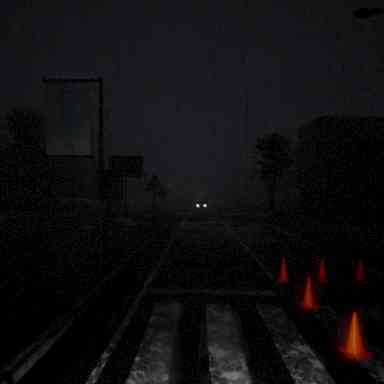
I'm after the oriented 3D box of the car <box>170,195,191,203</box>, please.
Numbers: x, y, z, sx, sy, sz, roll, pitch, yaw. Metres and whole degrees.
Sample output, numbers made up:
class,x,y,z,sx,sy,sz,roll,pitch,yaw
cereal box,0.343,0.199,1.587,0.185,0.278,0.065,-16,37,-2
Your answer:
class,x,y,z,sx,sy,sz,roll,pitch,yaw
car,-3.088,1.875,92.597,5.566,2.045,2.435,1,-1,1

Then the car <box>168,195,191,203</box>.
class,x,y,z,sx,sy,sz,roll,pitch,yaw
car,-3.325,1.977,81.386,4.892,1.521,2.231,1,-1,1

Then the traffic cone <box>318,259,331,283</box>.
class,x,y,z,sx,sy,sz,roll,pitch,yaw
traffic cone,3.411,2.045,8.727,0.340,0.580,0.340,1,0,2

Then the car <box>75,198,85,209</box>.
class,x,y,z,sx,sy,sz,roll,pitch,yaw
car,-17.320,1.510,44.047,4.892,1.521,2.231,1,0,1

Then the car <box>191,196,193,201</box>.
class,x,y,z,sx,sy,sz,roll,pitch,yaw
car,-3.288,1.757,84.190,5.566,2.045,2.435,1,-1,1

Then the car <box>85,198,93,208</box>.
class,x,y,z,sx,sy,sz,roll,pitch,yaw
car,-17.251,1.532,47.320,5.008,1.535,2.097,1,0,1

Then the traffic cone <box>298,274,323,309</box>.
class,x,y,z,sx,sy,sz,roll,pitch,yaw
traffic cone,2.366,2.016,6.748,0.340,0.580,0.340,1,0,1

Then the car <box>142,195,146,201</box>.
class,x,y,z,sx,sy,sz,roll,pitch,yaw
car,-16.106,1.828,92.863,4.553,1.767,2.185,1,-1,1

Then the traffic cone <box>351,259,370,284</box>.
class,x,y,z,sx,sy,sz,roll,pitch,yaw
traffic cone,4.408,2.058,8.704,0.340,0.580,0.340,1,0,1

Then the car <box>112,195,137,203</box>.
class,x,y,z,sx,sy,sz,roll,pitch,yaw
car,-16.468,1.773,78.943,5.008,1.535,2.097,1,0,1

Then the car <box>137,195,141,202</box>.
class,x,y,z,sx,sy,sz,roll,pitch,yaw
car,-16.343,1.835,84.510,5.008,1.535,2.097,1,-1,1

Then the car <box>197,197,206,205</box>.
class,x,y,z,sx,sy,sz,roll,pitch,yaw
car,2.071,1.864,73.018,2.097,1.767,4.553,1,0,1

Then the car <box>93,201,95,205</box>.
class,x,y,z,sx,sy,sz,roll,pitch,yaw
car,-17.167,1.596,50.467,4.674,1.452,2.002,1,0,1

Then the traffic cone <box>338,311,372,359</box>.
class,x,y,z,sx,sy,sz,roll,pitch,yaw
traffic cone,2.322,2.003,4.748,0.340,0.580,0.340,1,0,1

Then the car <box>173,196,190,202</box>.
class,x,y,z,sx,sy,sz,roll,pitch,yaw
car,-2.965,2.046,95.394,4.553,1.767,2.185,1,-1,1

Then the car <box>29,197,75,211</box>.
class,x,y,z,sx,sy,sz,roll,pitch,yaw
car,-17.403,1.524,40.772,4.674,1.452,2.002,1,0,1
